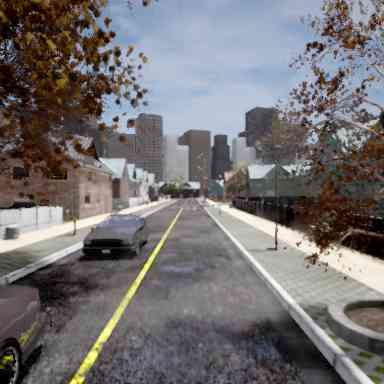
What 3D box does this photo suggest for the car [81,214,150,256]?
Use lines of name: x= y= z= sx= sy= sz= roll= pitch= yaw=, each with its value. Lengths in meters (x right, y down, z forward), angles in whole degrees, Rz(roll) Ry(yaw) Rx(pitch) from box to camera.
car: x=-2.868 y=1.616 z=13.763 sx=2.033 sy=1.411 sz=5.357 roll=0 pitch=0 yaw=0

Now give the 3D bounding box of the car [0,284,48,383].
car: x=-2.848 y=1.561 z=2.159 sx=2.033 sy=1.411 sz=5.357 roll=0 pitch=0 yaw=0
